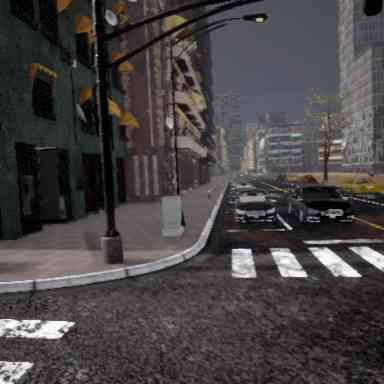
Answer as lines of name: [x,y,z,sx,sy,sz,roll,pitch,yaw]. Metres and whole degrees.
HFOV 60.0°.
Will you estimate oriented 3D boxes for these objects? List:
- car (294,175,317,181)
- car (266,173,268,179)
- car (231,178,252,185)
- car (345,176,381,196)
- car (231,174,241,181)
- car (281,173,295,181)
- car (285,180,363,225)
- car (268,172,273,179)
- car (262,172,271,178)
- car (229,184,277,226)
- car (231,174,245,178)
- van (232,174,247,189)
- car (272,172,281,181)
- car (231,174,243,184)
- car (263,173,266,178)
car: [14.265,-1.465,41.027,1.802,1.307,4.206,-2,3,7]
car: [18.214,-3.653,73.914,1.967,1.590,4.097,-2,3,7]
car: [3.975,-0.127,25.599,2.008,1.369,4.403,-2,3,7]
car: [12.304,-0.503,24.745,1.752,1.417,4.829,-2,3,7]
car: [9.908,-3.204,74.942,2.008,1.369,4.403,-2,3,7]
car: [15.601,-2.218,52.158,1.752,1.417,4.829,-2,3,7]
car: [5.300,0.459,14.208,1.837,1.490,4.892,-2,4,8]
car: [17.560,-3.204,68.439,2.008,1.369,4.403,-2,3,7]
car: [20.216,-4.594,90.536,1.752,1.417,4.829,-2,3,7]
car: [2.656,0.562,14.634,2.008,1.369,4.403,-2,3,7]
car: [5.288,-0.925,36.558,1.967,1.590,4.097,-2,3,7]
van: [5.942,-1.367,42.035,1.690,1.788,3.998,-2,3,7]
car: [16.900,-2.870,62.956,1.887,1.381,4.507,-2,3,7]
car: [7.925,-2.295,58.488,1.967,1.590,4.097,-2,3,7]
car: [18.879,-3.881,79.404,2.008,1.369,4.403,-2,3,7]
